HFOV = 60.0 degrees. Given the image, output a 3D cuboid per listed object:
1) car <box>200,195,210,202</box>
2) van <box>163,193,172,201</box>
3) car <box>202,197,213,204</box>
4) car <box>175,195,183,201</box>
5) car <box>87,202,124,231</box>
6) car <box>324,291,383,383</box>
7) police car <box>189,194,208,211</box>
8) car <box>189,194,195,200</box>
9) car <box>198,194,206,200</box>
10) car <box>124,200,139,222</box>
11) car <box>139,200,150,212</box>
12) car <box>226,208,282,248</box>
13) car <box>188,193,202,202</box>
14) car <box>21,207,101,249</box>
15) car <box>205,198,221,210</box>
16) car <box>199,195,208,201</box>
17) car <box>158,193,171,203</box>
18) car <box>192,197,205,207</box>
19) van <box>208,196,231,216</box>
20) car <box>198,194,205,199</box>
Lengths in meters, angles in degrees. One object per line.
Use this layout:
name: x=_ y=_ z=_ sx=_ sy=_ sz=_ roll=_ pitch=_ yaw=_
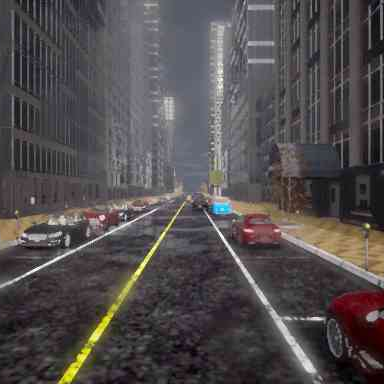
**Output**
car: x=2.691 y=1.448 z=71.314 sx=2.008 sy=1.369 sz=4.403 roll=0 pitch=0 yaw=0
van: x=-5.689 y=1.224 z=77.010 sx=1.690 sy=1.788 sz=3.998 roll=0 pitch=0 yaw=0
car: x=2.691 y=1.503 z=59.929 sx=1.802 sy=1.307 sz=4.206 roll=0 pitch=0 yaw=0
car: x=-3.000 y=1.388 z=76.635 sx=2.033 sy=1.411 sz=5.357 roll=0 pitch=0 yaw=0
car: x=-5.691 y=1.423 z=20.086 sx=1.967 sy=1.590 sz=4.097 roll=0 pitch=0 yaw=0
car: x=2.689 y=1.580 z=3.003 sx=1.802 sy=1.307 sz=4.206 roll=0 pitch=0 yaw=0
police car: x=0.900 y=1.378 z=39.596 sx=1.930 sy=1.638 sz=5.238 roll=0 pitch=0 yaw=0
car: x=0.001 y=1.323 z=90.248 sx=1.812 sy=1.442 sz=4.674 roll=0 pitch=0 yaw=0
car: x=2.692 y=1.289 z=88.391 sx=1.967 sy=1.590 sz=4.097 roll=0 pitch=0 yaw=0
car: x=-5.691 y=1.525 z=25.778 sx=2.008 sy=1.369 sz=4.403 roll=0 pitch=0 yaw=0
car: x=-5.691 y=1.538 z=37.162 sx=1.802 sy=1.307 sz=4.206 roll=0 pitch=0 yaw=0
car: x=2.690 y=1.572 z=14.391 sx=1.802 sy=1.307 sz=4.206 roll=0 pitch=0 yaw=0
car: x=0.901 y=1.128 z=55.516 sx=2.150 sy=2.045 sz=5.566 roll=0 pitch=0 yaw=0
car: x=-5.691 y=1.541 z=14.393 sx=2.008 sy=1.369 sz=4.403 roll=0 pitch=0 yaw=0
car: x=2.690 y=1.529 z=42.852 sx=1.802 sy=1.307 sz=4.206 roll=0 pitch=0 yaw=0
car: x=2.691 y=1.434 z=77.007 sx=2.008 sy=1.369 sz=4.403 roll=0 pitch=0 yaw=0
car: x=-5.690 y=1.461 z=65.625 sx=2.008 sy=1.369 sz=4.403 roll=0 pitch=0 yaw=0
car: x=0.901 y=1.464 z=49.486 sx=1.812 sy=1.442 sz=4.674 roll=0 pitch=0 yaw=0
van: x=2.690 y=1.306 z=31.467 sx=1.690 sy=1.788 sz=3.998 roll=0 pitch=0 yaw=0
car: x=2.691 y=1.271 z=94.083 sx=1.967 sy=1.590 sz=4.097 roll=0 pitch=0 yaw=0
